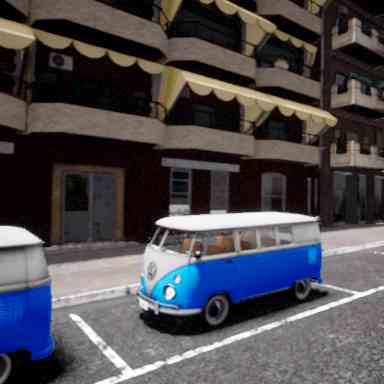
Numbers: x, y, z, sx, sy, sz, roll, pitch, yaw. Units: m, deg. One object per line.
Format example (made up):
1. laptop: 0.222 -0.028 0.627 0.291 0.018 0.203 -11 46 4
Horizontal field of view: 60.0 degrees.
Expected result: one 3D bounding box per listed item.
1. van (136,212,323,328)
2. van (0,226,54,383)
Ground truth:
1. van: 0.923 1.342 6.721 3.998 1.788 1.690 0 1 -35
2. van: -3.585 1.342 3.513 3.998 1.788 1.690 0 2 -35
